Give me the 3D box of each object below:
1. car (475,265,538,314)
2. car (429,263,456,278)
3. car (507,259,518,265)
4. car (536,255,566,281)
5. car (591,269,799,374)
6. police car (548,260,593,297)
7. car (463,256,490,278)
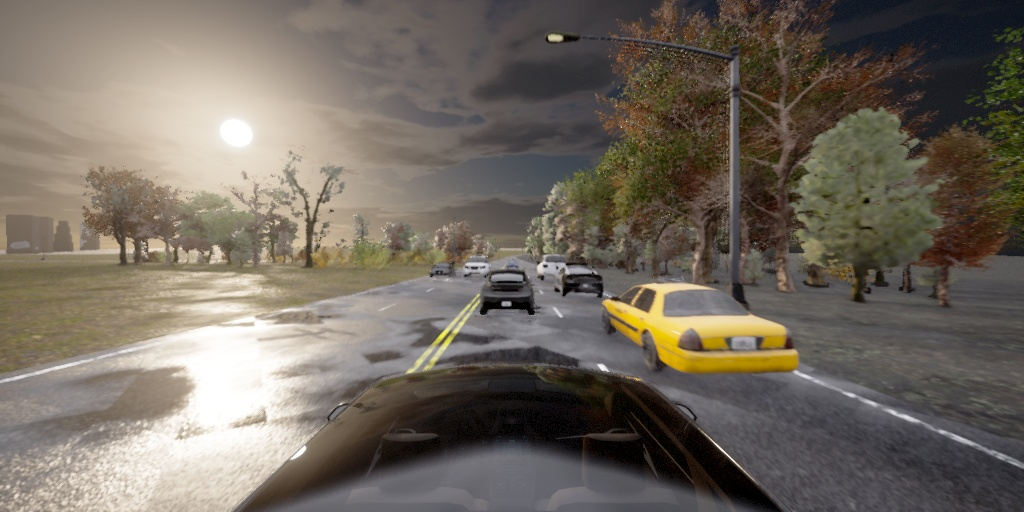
[{"bbox_3d":[-0.135,1.266,13.811,1.837,1.490,4.892,0,0,1],"label":"car"},{"bbox_3d":[-6.584,1.341,34.453,1.994,1.385,4.181,0,0,0],"label":"car"},{"bbox_3d":[0.039,1.350,57.297,2.033,1.411,5.357,0,0,1],"label":"car"},{"bbox_3d":[3.268,0.960,29.421,2.150,2.045,5.566,1,-1,0],"label":"car"},{"bbox_3d":[3.235,1.192,7.570,1.801,1.575,5.366,-1,0,0],"label":"car"},{"bbox_3d":[3.264,1.159,18.500,1.930,1.638,5.238,1,-1,0],"label":"police car"},{"bbox_3d":[-3.335,0.998,34.629,2.150,2.045,5.566,0,0,0],"label":"car"}]
